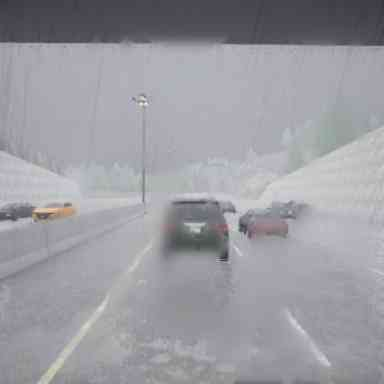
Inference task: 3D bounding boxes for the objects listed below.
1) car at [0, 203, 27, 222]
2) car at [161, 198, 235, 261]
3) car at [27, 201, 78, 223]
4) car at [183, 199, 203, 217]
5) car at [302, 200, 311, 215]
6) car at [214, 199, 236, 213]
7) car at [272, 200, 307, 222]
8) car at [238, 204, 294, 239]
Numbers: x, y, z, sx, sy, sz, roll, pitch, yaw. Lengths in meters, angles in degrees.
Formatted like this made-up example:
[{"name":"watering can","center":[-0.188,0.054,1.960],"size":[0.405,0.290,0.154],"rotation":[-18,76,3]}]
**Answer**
[{"name":"car","center":[-13.991,1.589,26.625],"size":[2.033,1.411,5.357],"rotation":[0,0,0]},{"name":"car","center":[0.103,1.217,12.442],"size":[2.150,2.045,5.566],"rotation":[0,0,0]},{"name":"car","center":[-10.501,1.458,25.878],"size":[1.882,1.535,5.008],"rotation":[0,0,0]},{"name":"car","center":[0.112,1.492,32.357],"size":[1.837,1.490,4.892],"rotation":[0,0,0]},{"name":"car","center":[10.599,1.523,33.774],"size":[1.812,1.442,4.674],"rotation":[0,0,0]},{"name":"car","center":[3.613,1.553,36.986],"size":[1.994,1.385,4.181],"rotation":[0,0,0]},{"name":"car","center":[7.110,1.544,26.625],"size":[2.033,1.411,5.357],"rotation":[0,0,0]},{"name":"car","center":[3.607,1.561,17.464],"size":[1.994,1.385,4.181],"rotation":[0,0,0]}]
